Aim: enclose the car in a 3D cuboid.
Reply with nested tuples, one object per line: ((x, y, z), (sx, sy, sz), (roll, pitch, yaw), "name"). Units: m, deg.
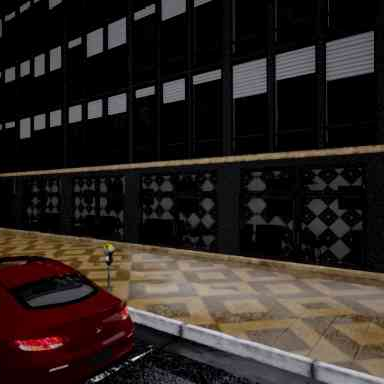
((-2.644, 1.582, 4.713), (4.206, 1.307, 1.802), (0, 0, 35), "car")
